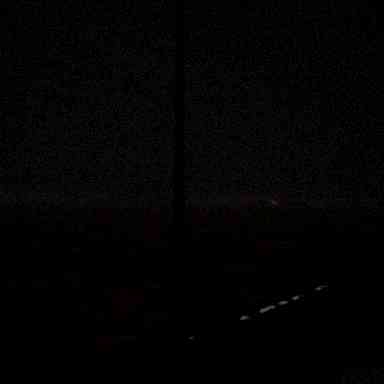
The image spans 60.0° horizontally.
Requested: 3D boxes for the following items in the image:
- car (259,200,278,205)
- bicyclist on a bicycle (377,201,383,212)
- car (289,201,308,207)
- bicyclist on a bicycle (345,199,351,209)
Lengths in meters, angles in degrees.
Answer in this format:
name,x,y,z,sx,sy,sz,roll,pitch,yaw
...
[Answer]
name,x,y,z,sx,sy,sz,roll,pitch,yaw
car,19.224,2.593,83.931,1.895,1.301,4.718,3,-2,-33
bicyclist on a bicycle,27.867,2.155,49.243,0.582,1.620,1.656,2,-1,3
car,23.597,2.542,73.893,1.895,1.301,4.718,3,-1,-20
bicyclist on a bicycle,27.628,2.189,58.864,0.659,1.776,1.843,2,-1,-6
